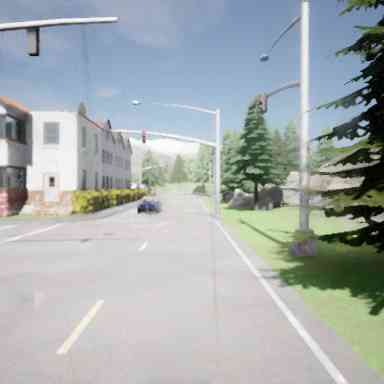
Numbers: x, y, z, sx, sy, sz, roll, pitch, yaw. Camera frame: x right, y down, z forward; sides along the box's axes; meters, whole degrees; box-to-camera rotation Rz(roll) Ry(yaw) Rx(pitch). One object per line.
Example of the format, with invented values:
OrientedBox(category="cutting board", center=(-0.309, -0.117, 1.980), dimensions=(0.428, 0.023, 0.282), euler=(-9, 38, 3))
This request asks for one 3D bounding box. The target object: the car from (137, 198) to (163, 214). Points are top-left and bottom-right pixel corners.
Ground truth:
OrientedBox(category="car", center=(-3.723, 1.198, 29.741), dimensions=(1.895, 1.301, 4.718), euler=(0, 1, 0))
